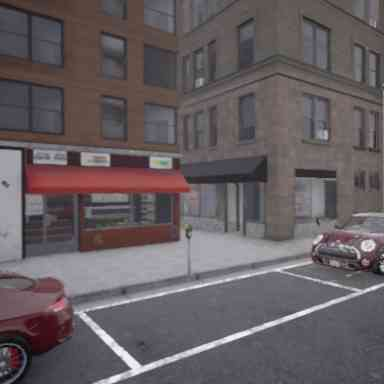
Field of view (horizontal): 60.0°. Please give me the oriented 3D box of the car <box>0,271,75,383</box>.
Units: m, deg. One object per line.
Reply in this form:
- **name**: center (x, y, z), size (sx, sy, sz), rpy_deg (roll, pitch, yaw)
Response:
- **car**: center (-3.511, 1.589, 3.680), size (4.206, 1.307, 1.802), rpy_deg (0, 0, -36)

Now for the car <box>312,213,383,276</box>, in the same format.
- **car**: center (5.463, 1.378, 10.103), size (4.097, 1.590, 1.967), rpy_deg (0, 0, -36)
